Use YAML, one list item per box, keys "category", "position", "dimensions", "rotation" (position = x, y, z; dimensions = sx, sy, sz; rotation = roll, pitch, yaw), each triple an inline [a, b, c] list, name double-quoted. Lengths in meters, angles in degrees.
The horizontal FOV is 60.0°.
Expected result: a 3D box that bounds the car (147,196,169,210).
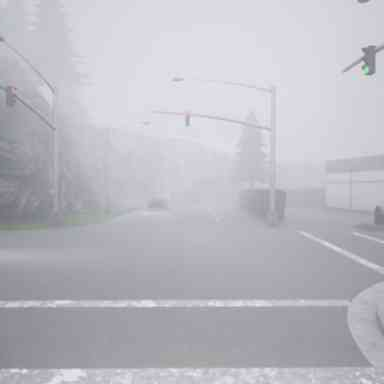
- category: "car"
  position: [-3.549, 1.131, 35.021]
  dimensions: [1.895, 1.301, 4.718]
  rotation: [0, 1, 0]
